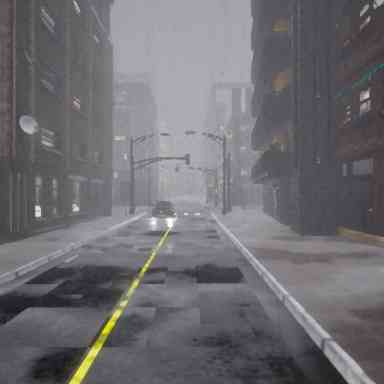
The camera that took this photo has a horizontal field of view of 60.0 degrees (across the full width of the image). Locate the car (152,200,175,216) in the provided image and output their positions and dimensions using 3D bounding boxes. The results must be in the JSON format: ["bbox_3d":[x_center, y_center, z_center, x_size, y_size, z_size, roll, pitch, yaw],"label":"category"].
[{"bbox_3d":[-2.750,1.587,32.381,1.837,1.490,4.892,0,0,0],"label":"car"}]
